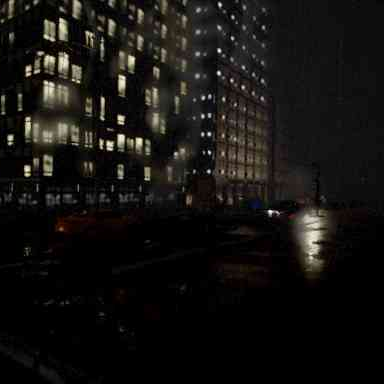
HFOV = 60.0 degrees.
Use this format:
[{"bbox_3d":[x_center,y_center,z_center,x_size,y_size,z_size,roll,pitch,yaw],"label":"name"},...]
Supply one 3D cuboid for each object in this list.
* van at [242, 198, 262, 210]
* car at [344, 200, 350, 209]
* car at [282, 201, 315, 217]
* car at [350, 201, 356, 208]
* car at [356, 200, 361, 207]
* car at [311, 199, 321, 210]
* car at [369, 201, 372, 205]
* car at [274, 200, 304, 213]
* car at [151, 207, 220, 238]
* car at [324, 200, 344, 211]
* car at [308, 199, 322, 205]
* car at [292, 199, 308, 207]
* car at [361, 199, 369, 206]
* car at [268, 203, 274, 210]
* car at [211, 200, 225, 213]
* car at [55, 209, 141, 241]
[{"bbox_3d":[8.591,1.721,47.522,1.690,1.788,3.998,1,0,35],"label":"van"},{"bbox_3d":[25.120,2.277,56.641,1.802,1.307,4.206,1,0,35],"label":"car"},{"bbox_3d":[12.250,2.042,38.101,1.947,1.339,4.313,1,0,35],"label":"car"},{"bbox_3d":[28.340,2.189,61.276,1.967,1.590,4.097,1,0,35],"label":"car"},{"bbox_3d":[31.556,2.369,65.910,1.947,1.339,4.313,1,0,35],"label":"car"},{"bbox_3d":[18.509,2.119,51.820,2.033,1.411,5.357,1,0,35],"label":"car"},{"bbox_3d":[44.428,2.563,84.450,1.887,1.381,4.507,1,0,35],"label":"car"},{"bbox_3d":[12.892,1.828,43.627,2.097,1.767,4.553,1,0,35],"label":"car"},{"bbox_3d":[-0.514,1.806,19.489,2.008,1.369,4.403,1,0,35],"label":"car"},{"bbox_3d":[21.903,2.206,52.005,1.947,1.339,4.313,1,0,35],"label":"car"},{"bbox_3d":[27.890,2.272,75.324,1.947,1.339,4.313,1,0,35],"label":"car"},{"bbox_3d":[21.457,2.179,66.056,1.802,1.307,4.206,1,0,35],"label":"car"},{"bbox_3d":[37.993,2.477,75.181,1.947,1.339,4.313,1,0,35],"label":"car"},{"bbox_3d":[12.730,2.025,48.755,1.994,1.385,4.181,1,0,35],"label":"car"},{"bbox_3d":[2.156,1.709,38.253,1.967,1.590,4.097,1,0,35],"label":"car"},{"bbox_3d":[-4.896,1.646,18.105,1.882,1.535,5.008,1,0,35],"label":"car"}]
